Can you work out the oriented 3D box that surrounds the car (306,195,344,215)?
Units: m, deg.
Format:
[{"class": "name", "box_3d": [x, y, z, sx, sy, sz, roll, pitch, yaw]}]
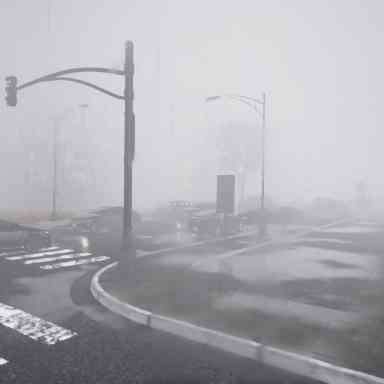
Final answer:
[{"class": "car", "box_3d": [15.180, 1.569, 37.780, 2.192, 1.841, 5.009, 1, 0, 36]}]

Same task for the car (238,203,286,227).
[{"class": "car", "box_3d": [4.718, 1.737, 23.483, 1.947, 1.339, 4.313, 1, 0, 36]}]

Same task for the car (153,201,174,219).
[{"class": "car", "box_3d": [-1.612, 1.481, 29.454, 1.967, 1.590, 4.097, 1, 0, 36]}]

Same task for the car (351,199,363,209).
[{"class": "car", "box_3d": [24.976, 1.773, 51.244, 1.967, 1.590, 4.097, 1, 0, 36]}]

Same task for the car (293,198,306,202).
[{"class": "car", "box_3d": [18.123, 1.727, 56.071, 1.752, 1.417, 4.829, 1, 0, 36]}]

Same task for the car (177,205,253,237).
[{"class": "car", "box_3d": [1.470, 1.696, 19.067, 2.008, 1.369, 4.403, 1, 0, 36]}]

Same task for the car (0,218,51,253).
[{"class": "car", "box_3d": [-7.599, 1.586, 12.542, 4.181, 1.385, 1.994, 1, 0, -40]}]

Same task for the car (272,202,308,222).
[{"class": "car", "box_3d": [7.964, 1.779, 27.898, 1.802, 1.307, 4.206, 1, 0, 36]}]

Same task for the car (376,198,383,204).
[{"class": "car", "box_3d": [44.709, 2.047, 78.075, 2.008, 1.369, 4.403, 1, 0, 36]}]

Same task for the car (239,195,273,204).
[{"class": "car", "box_3d": [7.164, 1.357, 36.772, 2.150, 2.045, 5.566, 1, 0, 36]}]

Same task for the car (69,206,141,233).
[{"class": "car", "box_3d": [-5.086, 1.564, 20.139, 1.812, 1.442, 4.674, 1, 0, 36]}]

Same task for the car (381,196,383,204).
[{"class": "car", "box_3d": [41.423, 1.784, 73.602, 2.192, 1.841, 5.009, 1, 0, 36]}]

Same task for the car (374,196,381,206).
[{"class": "car", "box_3d": [34.943, 1.940, 64.796, 1.752, 1.417, 4.829, 1, 0, 36]}]

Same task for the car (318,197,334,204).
[{"class": "car", "box_3d": [28.091, 1.849, 69.622, 1.947, 1.339, 4.313, 1, 0, 36]}]

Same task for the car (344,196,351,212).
[{"class": "car", "box_3d": [18.441, 1.720, 42.272, 1.967, 1.590, 4.097, 1, 0, 36]}]

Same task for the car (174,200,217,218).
[{"class": "car", "box_3d": [0.919, 1.591, 28.301, 1.837, 1.490, 4.892, 1, 0, 36]}]
